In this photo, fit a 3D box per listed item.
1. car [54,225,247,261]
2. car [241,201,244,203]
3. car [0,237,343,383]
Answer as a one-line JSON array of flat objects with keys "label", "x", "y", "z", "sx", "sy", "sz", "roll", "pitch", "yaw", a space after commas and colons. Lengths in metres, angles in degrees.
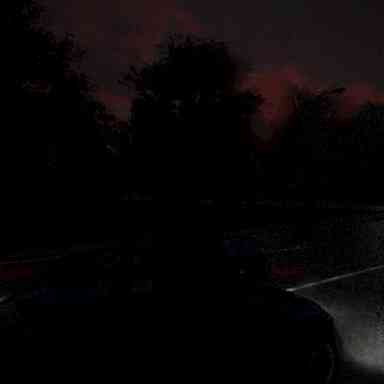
[{"label": "car", "x": -0.583, "y": 1.526, "z": 7.805, "sx": 5.357, "sy": 1.411, "sz": 2.033, "roll": 0, "pitch": 0, "yaw": -35}, {"label": "car", "x": 6.669, "y": 1.186, "z": 56.704, "sx": 1.837, "sy": 1.490, "sz": 4.892, "roll": -1, "pitch": 1, "yaw": -36}, {"label": "car", "x": -0.408, "y": 1.517, "z": 3.386, "sx": 4.674, "sy": 1.442, "sz": 1.812, "roll": 0, "pitch": 0, "yaw": -35}]
